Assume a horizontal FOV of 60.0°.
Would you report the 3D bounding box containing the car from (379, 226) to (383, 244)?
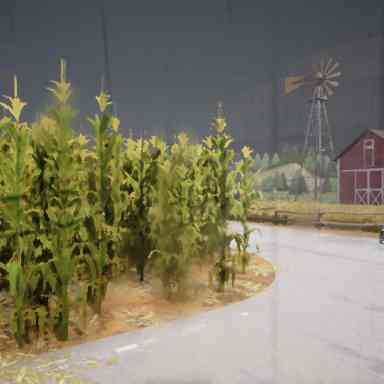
[{"bbox_3d":[9.718,1.344,12.620,4.553,1.767,2.097,0,-1,6],"label":"car"}]
